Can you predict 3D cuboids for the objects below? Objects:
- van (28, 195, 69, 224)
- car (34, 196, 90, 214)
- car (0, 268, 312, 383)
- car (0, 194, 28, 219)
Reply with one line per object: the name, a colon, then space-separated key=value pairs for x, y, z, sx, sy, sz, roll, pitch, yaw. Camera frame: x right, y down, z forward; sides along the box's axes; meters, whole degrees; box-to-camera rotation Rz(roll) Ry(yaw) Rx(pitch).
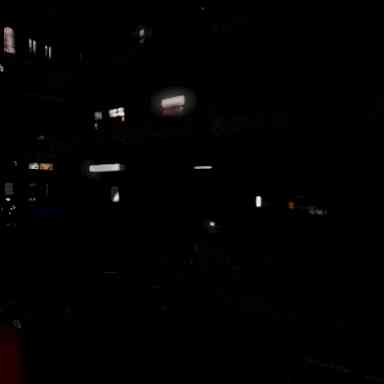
van: x=-8.577 y=1.146 z=22.550 sx=1.690 sy=1.788 sz=3.998 roll=1 pitch=2 yaw=35
car: x=-12.287 y=1.213 z=31.842 sx=1.752 sy=1.417 sz=4.829 roll=1 pitch=2 yaw=35
car: x=-1.076 y=1.543 z=3.636 sx=4.507 sy=1.381 sz=1.887 roll=0 pitch=0 yaw=35
car: x=-12.832 y=1.117 z=26.585 sx=2.097 sy=1.767 sz=4.553 roll=0 pitch=1 yaw=35
